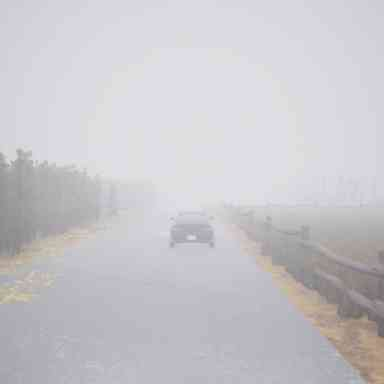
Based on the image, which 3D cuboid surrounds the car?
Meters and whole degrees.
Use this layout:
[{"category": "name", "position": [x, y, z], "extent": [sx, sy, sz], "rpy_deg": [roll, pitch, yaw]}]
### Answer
[{"category": "car", "position": [0.000, 1.530, 14.650], "extent": [1.812, 1.442, 4.674], "rpy_deg": [0, 0, 0]}]
